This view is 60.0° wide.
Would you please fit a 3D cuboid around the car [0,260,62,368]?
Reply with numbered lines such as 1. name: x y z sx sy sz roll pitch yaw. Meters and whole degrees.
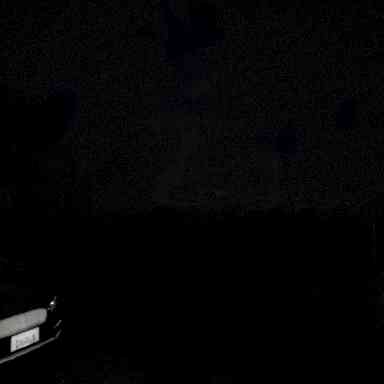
1. car: -4.184 1.543 5.232 4.902 1.511 2.128 0 -1 28
